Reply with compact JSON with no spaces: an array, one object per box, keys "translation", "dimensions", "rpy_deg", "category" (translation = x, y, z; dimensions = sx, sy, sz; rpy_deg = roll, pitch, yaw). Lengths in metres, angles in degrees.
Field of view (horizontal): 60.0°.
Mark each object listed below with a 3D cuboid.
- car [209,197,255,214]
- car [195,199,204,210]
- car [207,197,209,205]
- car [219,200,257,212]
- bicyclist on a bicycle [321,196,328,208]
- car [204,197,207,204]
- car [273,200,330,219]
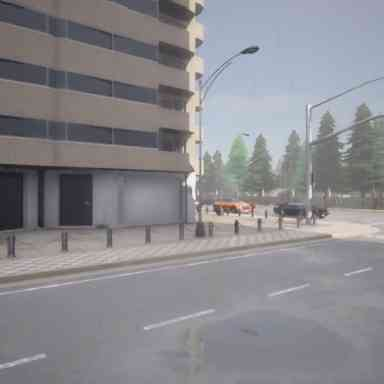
[{"translation":[4.396,1.400,36.646],"dimensions":[2.097,1.767,4.553],"rpy_deg":[0,0,-36],"category":"car"},{"translation":[-0.958,1.525,44.078],"dimensions":[1.882,1.535,5.008],"rpy_deg":[0,0,-36],"category":"car"},{"translation":[3.091,1.591,56.718],"dimensions":[2.033,1.411,5.357],"rpy_deg":[0,0,-35],"category":"car"},{"translation":[5.571,1.648,40.996],"dimensions":[1.895,1.301,4.718],"rpy_deg":[0,0,-36],"category":"car"},{"translation":[17.331,1.344,43.469],"dimensions":[1.656,1.620,0.582],"rpy_deg":[0,0,-36],"category":"bicyclist on a bicycle"},{"translation":[-0.231,1.611,49.058],"dimensions":[1.994,1.385,4.181],"rpy_deg":[0,0,-36],"category":"car"},{"translation":[9.613,1.649,29.414],"dimensions":[1.895,1.301,4.718],"rpy_deg":[0,0,-36],"category":"car"}]
